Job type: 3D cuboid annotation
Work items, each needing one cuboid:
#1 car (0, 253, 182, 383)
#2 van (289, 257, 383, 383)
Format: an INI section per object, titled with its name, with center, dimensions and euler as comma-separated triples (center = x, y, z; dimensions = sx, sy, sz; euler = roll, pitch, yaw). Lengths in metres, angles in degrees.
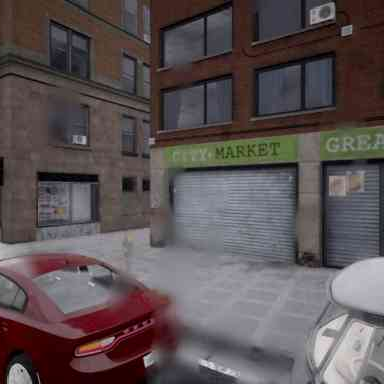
[car]
center = -2.223, 1.544, 4.660
dimensions = 4.507, 1.381, 1.887
euler = 0, 0, 35
[van]
center = 2.387, 1.341, 1.375
dimensions = 3.998, 1.788, 1.690
euler = 0, 0, 35
